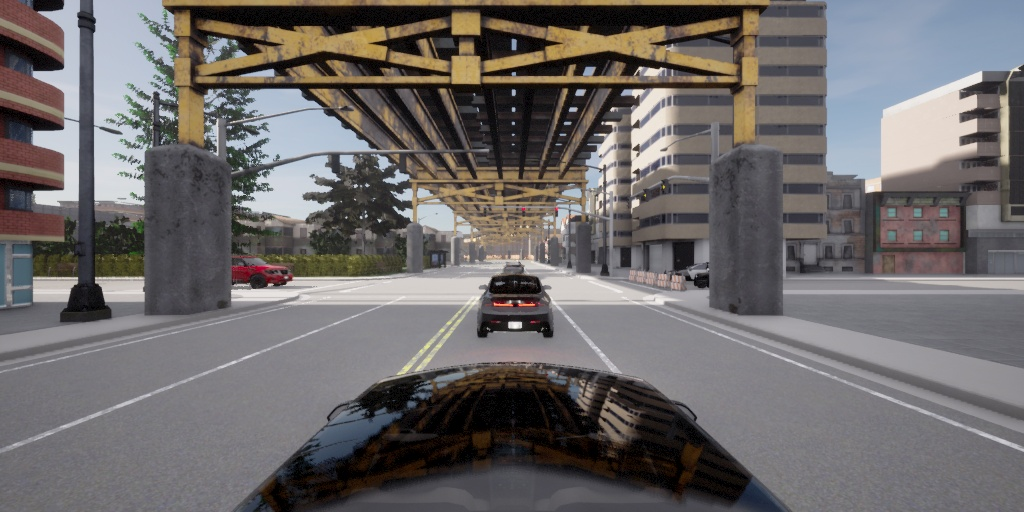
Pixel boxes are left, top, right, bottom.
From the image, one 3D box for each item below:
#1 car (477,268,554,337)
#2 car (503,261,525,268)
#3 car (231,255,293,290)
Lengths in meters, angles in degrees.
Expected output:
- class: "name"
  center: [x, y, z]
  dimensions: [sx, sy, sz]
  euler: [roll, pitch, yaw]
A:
- class: "car"
  center: [0.089, 1.255, 10.211]
  dimensions: [1.837, 1.490, 4.892]
  euler: [0, 0, 0]
- class: "car"
  center: [0.131, 1.241, 33.618]
  dimensions: [2.128, 1.511, 4.902]
  euler: [0, 0, 2]
- class: "car"
  center: [-16.811, 0.970, 22.307]
  dimensions: [5.566, 2.045, 2.150]
  euler: [0, 0, 0]
